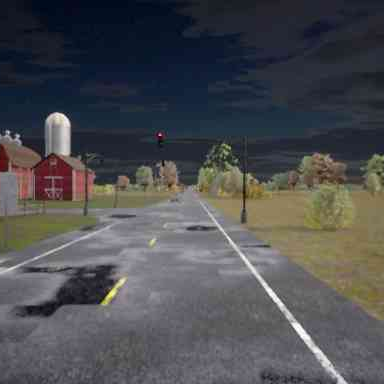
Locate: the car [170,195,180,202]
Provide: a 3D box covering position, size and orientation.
[{"bbox_3d":[-3.503,1.329,68.580,1.837,1.490,4.892,0,0,0],"label":"car"}]
